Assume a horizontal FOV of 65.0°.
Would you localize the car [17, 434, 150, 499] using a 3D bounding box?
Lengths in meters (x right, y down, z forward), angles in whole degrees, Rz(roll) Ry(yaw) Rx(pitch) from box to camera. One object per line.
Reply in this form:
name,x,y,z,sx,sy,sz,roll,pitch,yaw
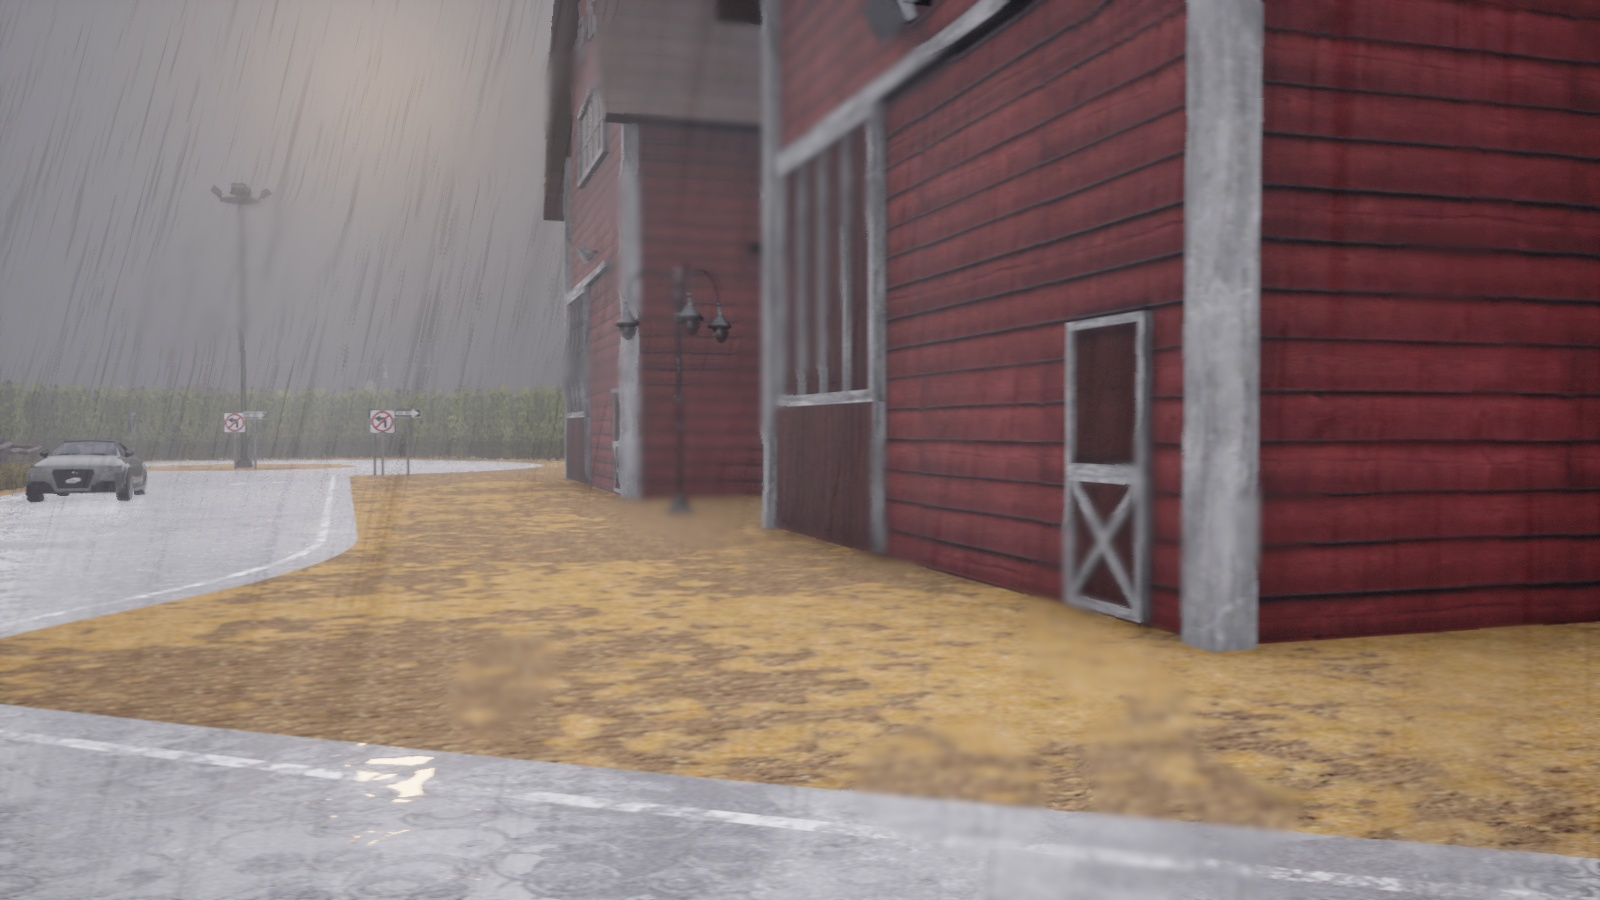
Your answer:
car,-16.588,0.332,29.280,1.994,1.385,4.181,0,1,-20
